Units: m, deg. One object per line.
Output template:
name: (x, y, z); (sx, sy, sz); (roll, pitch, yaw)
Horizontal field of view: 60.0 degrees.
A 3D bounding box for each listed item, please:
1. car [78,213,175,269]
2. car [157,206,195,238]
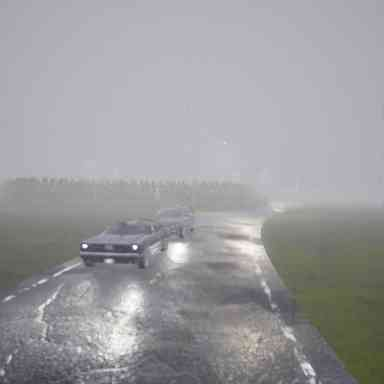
car: (-2.031, 1.604, 11.357); (1.895, 1.301, 4.718); (0, 0, 7)
car: (-1.011, 1.526, 17.878); (1.837, 1.490, 4.892); (0, 0, 10)
